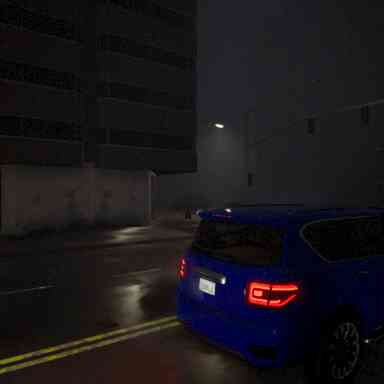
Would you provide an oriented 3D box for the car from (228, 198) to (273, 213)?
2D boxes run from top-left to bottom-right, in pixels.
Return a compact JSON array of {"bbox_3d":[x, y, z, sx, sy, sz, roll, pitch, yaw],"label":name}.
[{"bbox_3d":[6.610,1.491,38.073,2.128,1.511,4.902,0,0,-36],"label":"car"}]

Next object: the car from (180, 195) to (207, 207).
[{"bbox_3d":[0.216,1.352,53.067,2.097,1.767,4.553,0,0,-36],"label":"car"}]

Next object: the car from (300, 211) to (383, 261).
[{"bbox_3d":[6.328,1.564,12.832,4.181,1.385,1.994,0,0,-36],"label":"car"}]

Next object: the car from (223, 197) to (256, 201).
[{"bbox_3d":[5.405,1.491,33.789,2.128,1.511,4.902,0,0,-36],"label":"car"}]

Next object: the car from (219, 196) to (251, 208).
[{"bbox_3d":[6.507,1.477,50.388,1.882,1.535,5.008,0,0,-36],"label":"car"}]

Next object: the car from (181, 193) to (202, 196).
[{"bbox_3d":[0.295,1.221,46.735,2.150,2.045,5.566,0,0,-35],"label":"car"}]

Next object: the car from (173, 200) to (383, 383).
[{"bbox_3d":[2.380,1.221,5.507,5.566,2.045,2.150,0,0,-35],"label":"car"}]

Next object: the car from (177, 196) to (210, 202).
[{"bbox_3d":[-0.346,1.547,41.665,2.033,1.411,5.357,0,0,-36],"label":"car"}]
